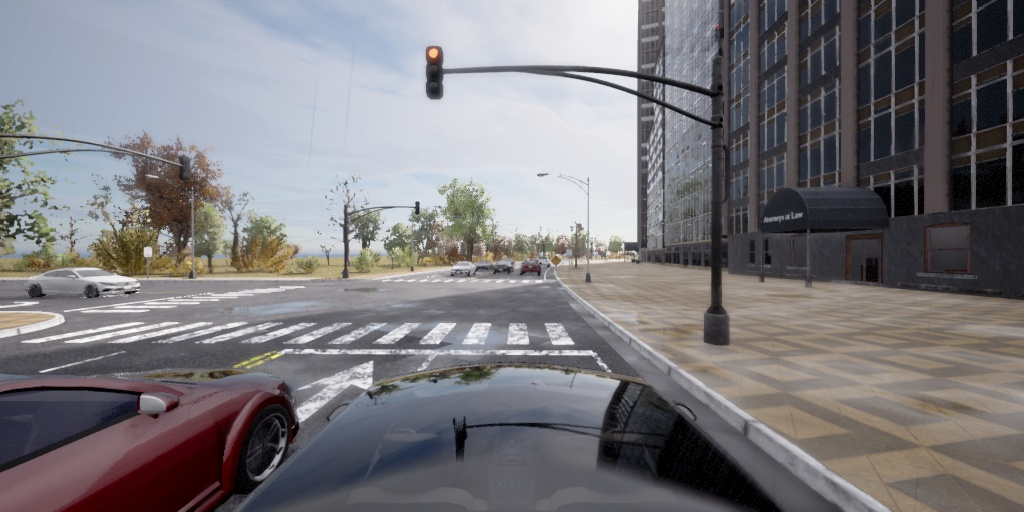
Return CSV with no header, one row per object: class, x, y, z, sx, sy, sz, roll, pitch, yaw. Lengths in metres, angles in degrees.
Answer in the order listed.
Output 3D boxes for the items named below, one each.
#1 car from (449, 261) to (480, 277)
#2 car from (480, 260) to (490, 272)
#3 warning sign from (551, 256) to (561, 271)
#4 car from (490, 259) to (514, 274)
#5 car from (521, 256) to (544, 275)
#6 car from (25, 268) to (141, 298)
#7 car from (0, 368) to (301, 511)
car,-4.867,1.273,36.367,1.812,1.442,4.674,0,0,6
car,-3.653,1.297,47.466,2.033,1.411,5.357,0,0,6
warning sign,5.412,0.868,44.026,1.300,1.860,1.060,0,0,7
car,-0.944,1.275,40.921,1.812,1.442,4.674,0,0,6
car,2.181,1.102,39.523,2.097,1.767,4.553,0,0,6
car,-21.688,1.323,18.153,4.674,1.442,1.812,0,0,2
car,-3.108,1.314,1.880,1.994,1.385,4.181,0,0,0
